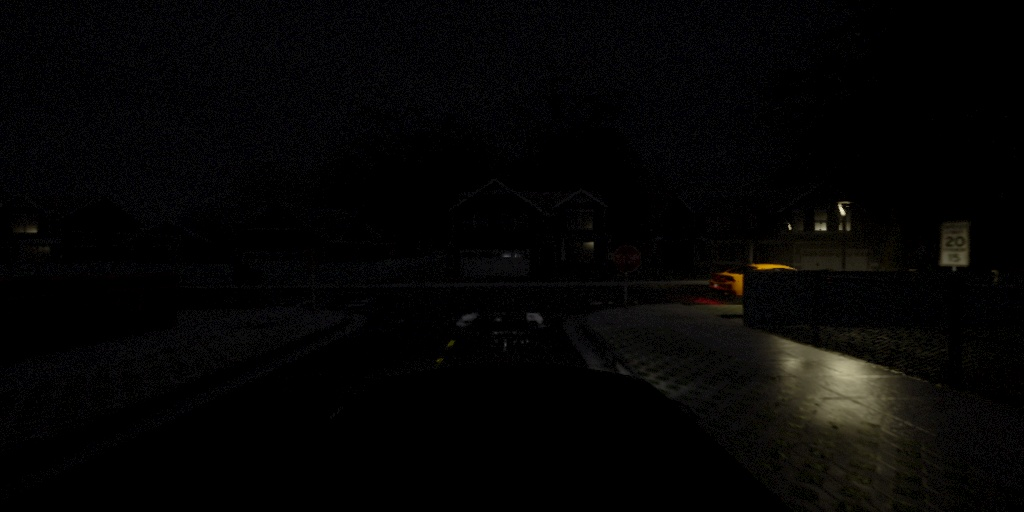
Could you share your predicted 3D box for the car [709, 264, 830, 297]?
[{"bbox_3d":[11.349,1.101,15.646,5.008,1.535,1.882,-1,1,0],"label":"car"}]
